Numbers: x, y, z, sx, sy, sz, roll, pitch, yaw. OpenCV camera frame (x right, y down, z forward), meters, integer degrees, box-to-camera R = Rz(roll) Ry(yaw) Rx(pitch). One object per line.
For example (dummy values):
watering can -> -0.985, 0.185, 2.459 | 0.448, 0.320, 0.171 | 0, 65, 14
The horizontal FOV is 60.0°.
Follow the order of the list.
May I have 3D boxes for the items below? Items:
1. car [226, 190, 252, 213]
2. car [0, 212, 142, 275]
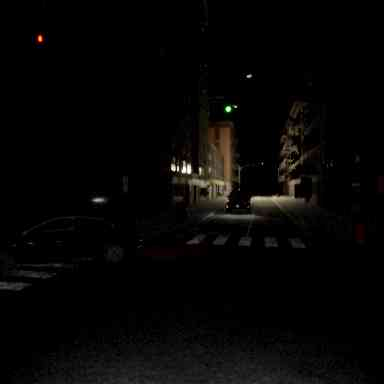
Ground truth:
car -> 4.537, 0.870, 31.829 | 2.150, 2.045, 5.566 | 0, 0, 12
car -> -3.959, 1.381, 9.997 | 4.902, 1.511, 2.128 | 0, 0, -27
